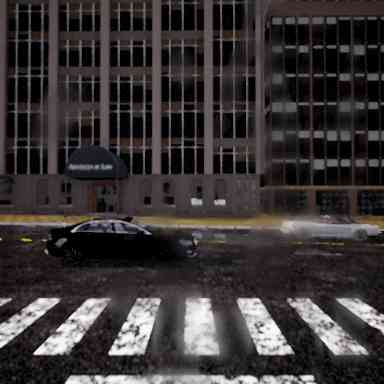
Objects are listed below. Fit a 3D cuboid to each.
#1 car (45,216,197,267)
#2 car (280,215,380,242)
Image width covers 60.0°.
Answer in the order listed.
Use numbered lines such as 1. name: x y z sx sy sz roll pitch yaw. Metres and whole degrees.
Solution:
1. car: -2.300 1.583 11.150 4.902 1.511 2.128 0 0 1
2. car: 7.202 1.895 17.748 4.718 1.301 1.895 1 -1 1
